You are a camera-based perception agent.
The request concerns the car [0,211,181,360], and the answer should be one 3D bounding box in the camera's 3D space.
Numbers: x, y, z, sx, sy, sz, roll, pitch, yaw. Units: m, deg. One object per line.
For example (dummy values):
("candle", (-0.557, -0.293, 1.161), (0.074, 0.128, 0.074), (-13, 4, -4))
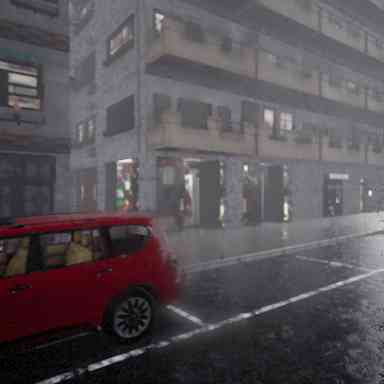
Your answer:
("car", (-2.494, 1.302, 4.763), (5.009, 1.841, 2.192), (-2, 2, -36))
